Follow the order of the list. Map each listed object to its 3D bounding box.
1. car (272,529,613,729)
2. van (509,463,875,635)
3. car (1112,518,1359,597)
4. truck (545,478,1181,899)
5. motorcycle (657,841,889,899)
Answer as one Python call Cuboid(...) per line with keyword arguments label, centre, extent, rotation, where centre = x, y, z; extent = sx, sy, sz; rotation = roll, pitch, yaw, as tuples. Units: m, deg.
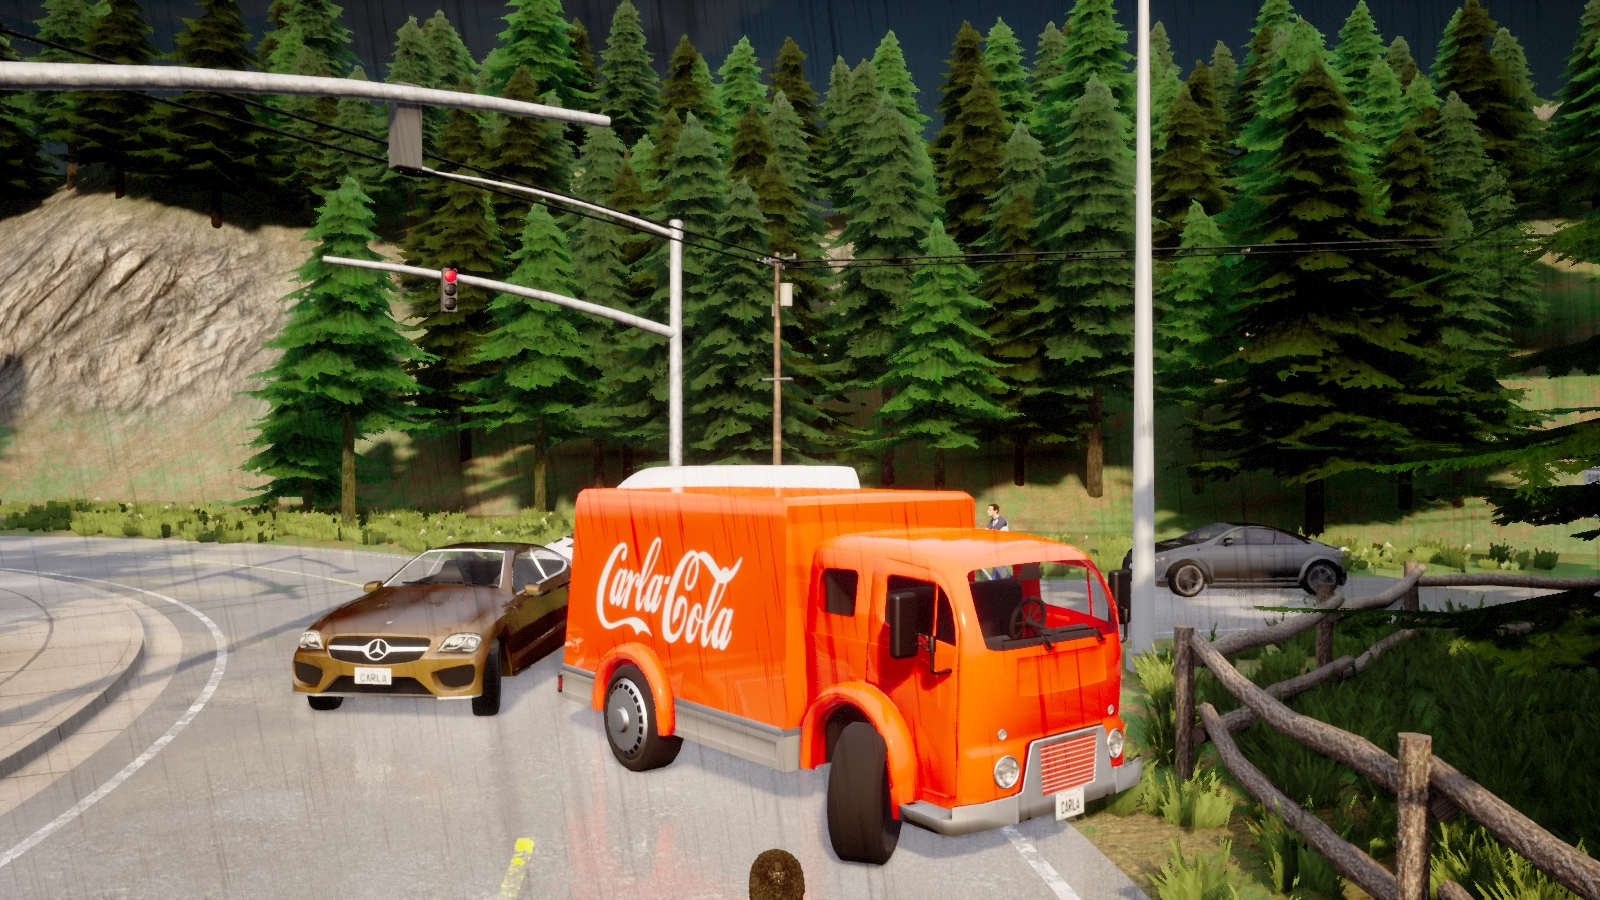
Cuboid(label="car", centre=(-4.038, 1.970, 14.038), extent=(2.152, 1.651, 5.027), rotation=(0, 0, 6))
Cuboid(label="van", centre=(-1.776, 1.528, 19.549), extent=(5.915, 2.561, 1.988), rotation=(0, 0, -27))
Cuboid(label="car", centre=(8.638, 2.119, 22.918), extent=(4.181, 1.385, 1.994), rotation=(0, 0, -2))
Cuboid(label="truck", centre=(0.202, 1.542, 9.769), extent=(2.627, 2.467, 5.204), rotation=(0, 0, -39))
Cuboid(label="motorcycle", centre=(-0.074, 2.159, 3.526), extent=(0.803, 1.199, 2.033), rotation=(0, 0, -2))
